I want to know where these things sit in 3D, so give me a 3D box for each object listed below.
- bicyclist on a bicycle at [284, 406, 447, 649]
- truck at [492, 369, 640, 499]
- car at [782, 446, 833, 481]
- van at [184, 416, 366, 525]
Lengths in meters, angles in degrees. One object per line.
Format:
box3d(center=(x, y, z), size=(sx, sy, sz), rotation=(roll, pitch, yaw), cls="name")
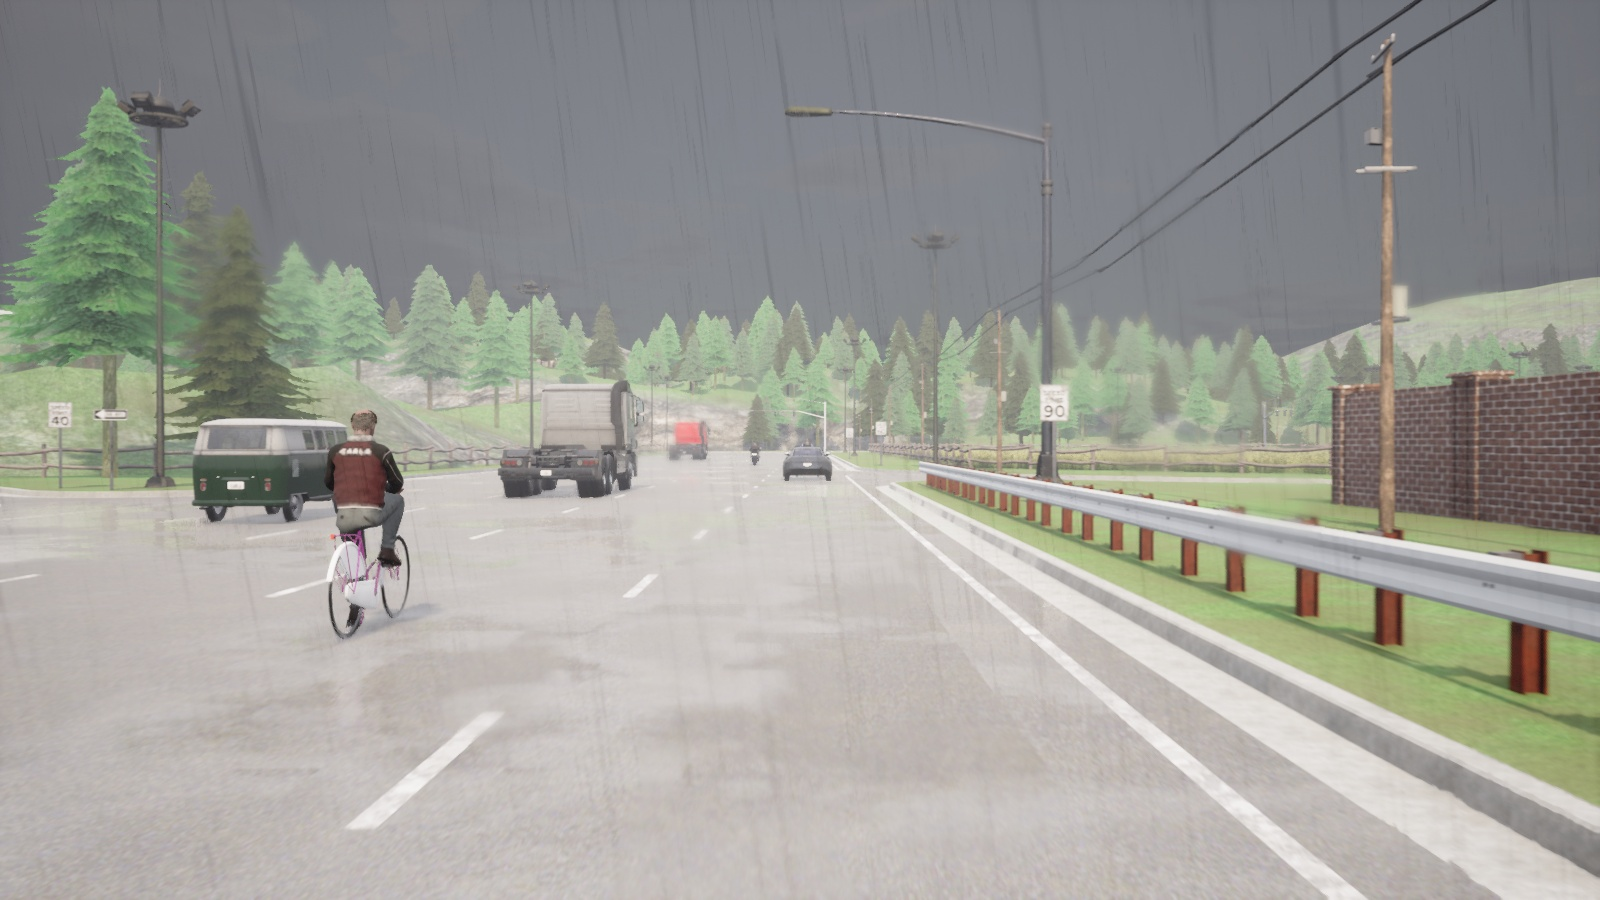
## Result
box3d(center=(-3.428, 0.557, 10.080), size=(0.659, 1.776, 1.843), rotation=(0, 1, 0), cls="bicyclist on a bicycle")
box3d(center=(-6.772, -0.452, 37.550), size=(2.891, 3.462, 7.936), rotation=(0, 0, 0), cls="truck")
box3d(center=(0.307, 0.519, 51.737), size=(1.994, 1.385, 4.181), rotation=(0, 0, 0), cls="car")
box3d(center=(-10.343, 0.350, 25.123), size=(1.775, 1.987, 4.442), rotation=(0, 0, 0), cls="van")
